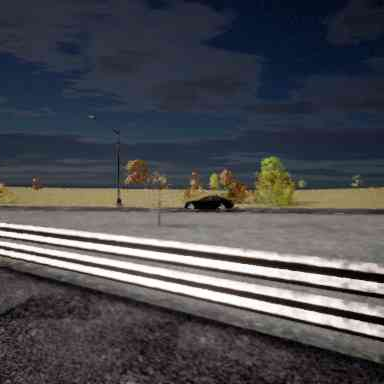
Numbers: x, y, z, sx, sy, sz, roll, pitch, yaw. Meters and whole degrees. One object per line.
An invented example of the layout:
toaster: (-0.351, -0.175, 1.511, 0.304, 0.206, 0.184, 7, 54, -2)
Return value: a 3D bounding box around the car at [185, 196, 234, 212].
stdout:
car: (1.727, 1.142, 33.478, 5.008, 1.535, 1.882, 0, 0, 13)
